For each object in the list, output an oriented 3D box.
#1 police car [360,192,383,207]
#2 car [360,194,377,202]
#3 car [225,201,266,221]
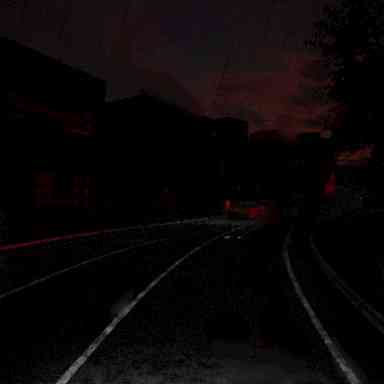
[{"bbox_3d":[25.228,1.168,45.837,1.930,1.638,5.238,-1,0,45],"label":"police car"},{"bbox_3d":[31.763,1.108,59.788,1.895,1.301,4.718,-1,1,40],"label":"car"},{"bbox_3d":[4.715,1.581,28.954,1.882,1.535,5.008,-1,0,35],"label":"car"}]
